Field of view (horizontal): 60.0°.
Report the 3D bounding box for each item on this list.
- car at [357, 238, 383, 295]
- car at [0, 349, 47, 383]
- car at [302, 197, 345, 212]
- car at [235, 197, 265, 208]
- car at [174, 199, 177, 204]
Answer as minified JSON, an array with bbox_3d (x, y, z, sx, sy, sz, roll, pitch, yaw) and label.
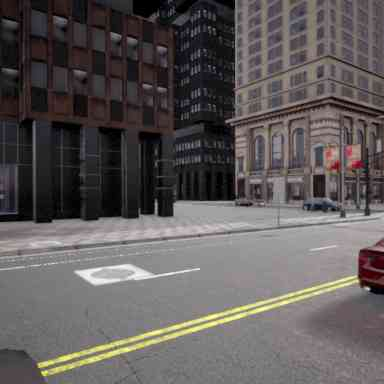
[{"bbox_3d":[5.737,1.477,7.541,5.008,1.535,1.882,0,0,-36],"label":"car"},{"bbox_3d":[-3.242,1.548,1.129,5.357,1.411,2.033,0,0,-36],"label":"car"},{"bbox_3d":[14.988,1.375,37.949,2.097,1.767,4.553,0,0,-35],"label":"car"},{"bbox_3d":[8.260,1.524,47.458,2.128,1.511,4.902,0,1,-35],"label":"car"},{"bbox_3d":[-5.083,1.614,66.474,2.033,1.411,5.357,0,0,-35],"label":"car"}]
